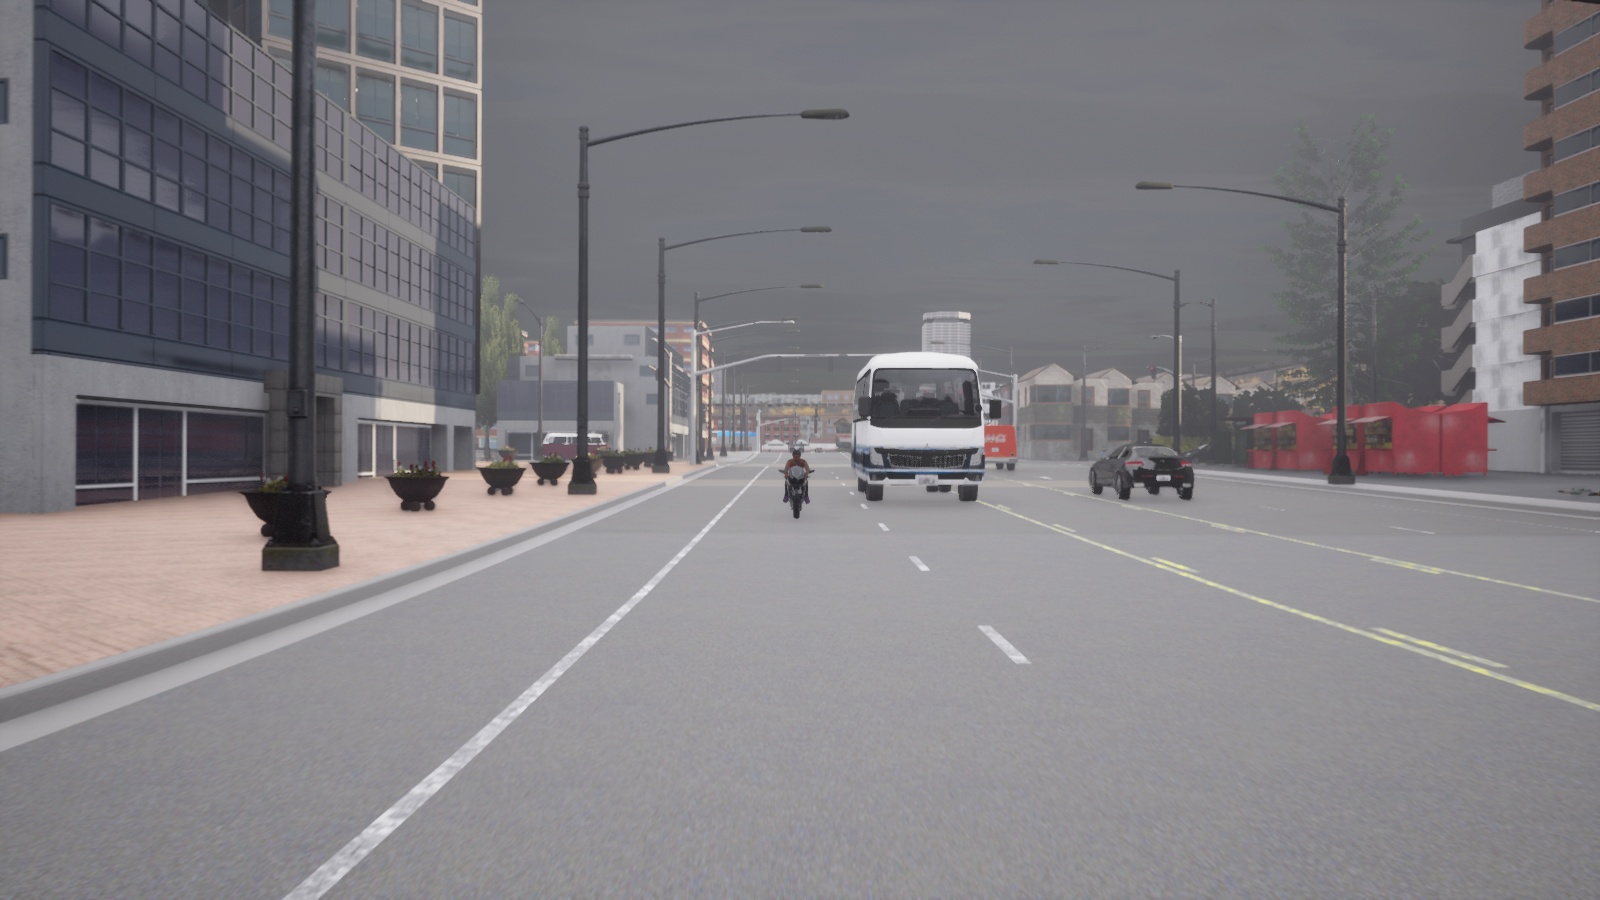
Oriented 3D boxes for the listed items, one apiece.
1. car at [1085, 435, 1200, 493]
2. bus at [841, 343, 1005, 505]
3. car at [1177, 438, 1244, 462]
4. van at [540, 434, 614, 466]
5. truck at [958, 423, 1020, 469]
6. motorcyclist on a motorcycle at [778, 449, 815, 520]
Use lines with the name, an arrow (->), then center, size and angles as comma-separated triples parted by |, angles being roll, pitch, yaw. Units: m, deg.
car -> 10.404, 0.376, 38.578 | 2.152, 1.651, 5.027 | 0, 1, 0
bus -> 3.401, -0.747, 38.215 | 3.944, 4.253, 10.273 | 0, 1, 0
car -> 28.086, 0.009, 85.936 | 3.988, 1.617, 1.851 | 0, 0, 0
van -> -14.661, -0.004, 82.668 | 4.480, 2.038, 2.069 | 0, 0, 0
truck -> 10.329, -0.234, 69.153 | 2.627, 2.467, 5.204 | 0, 0, 0
motorcyclist on a motorcycle -> -0.069, 0.748, 28.157 | 0.797, 1.523, 2.044 | 0, 1, 0
